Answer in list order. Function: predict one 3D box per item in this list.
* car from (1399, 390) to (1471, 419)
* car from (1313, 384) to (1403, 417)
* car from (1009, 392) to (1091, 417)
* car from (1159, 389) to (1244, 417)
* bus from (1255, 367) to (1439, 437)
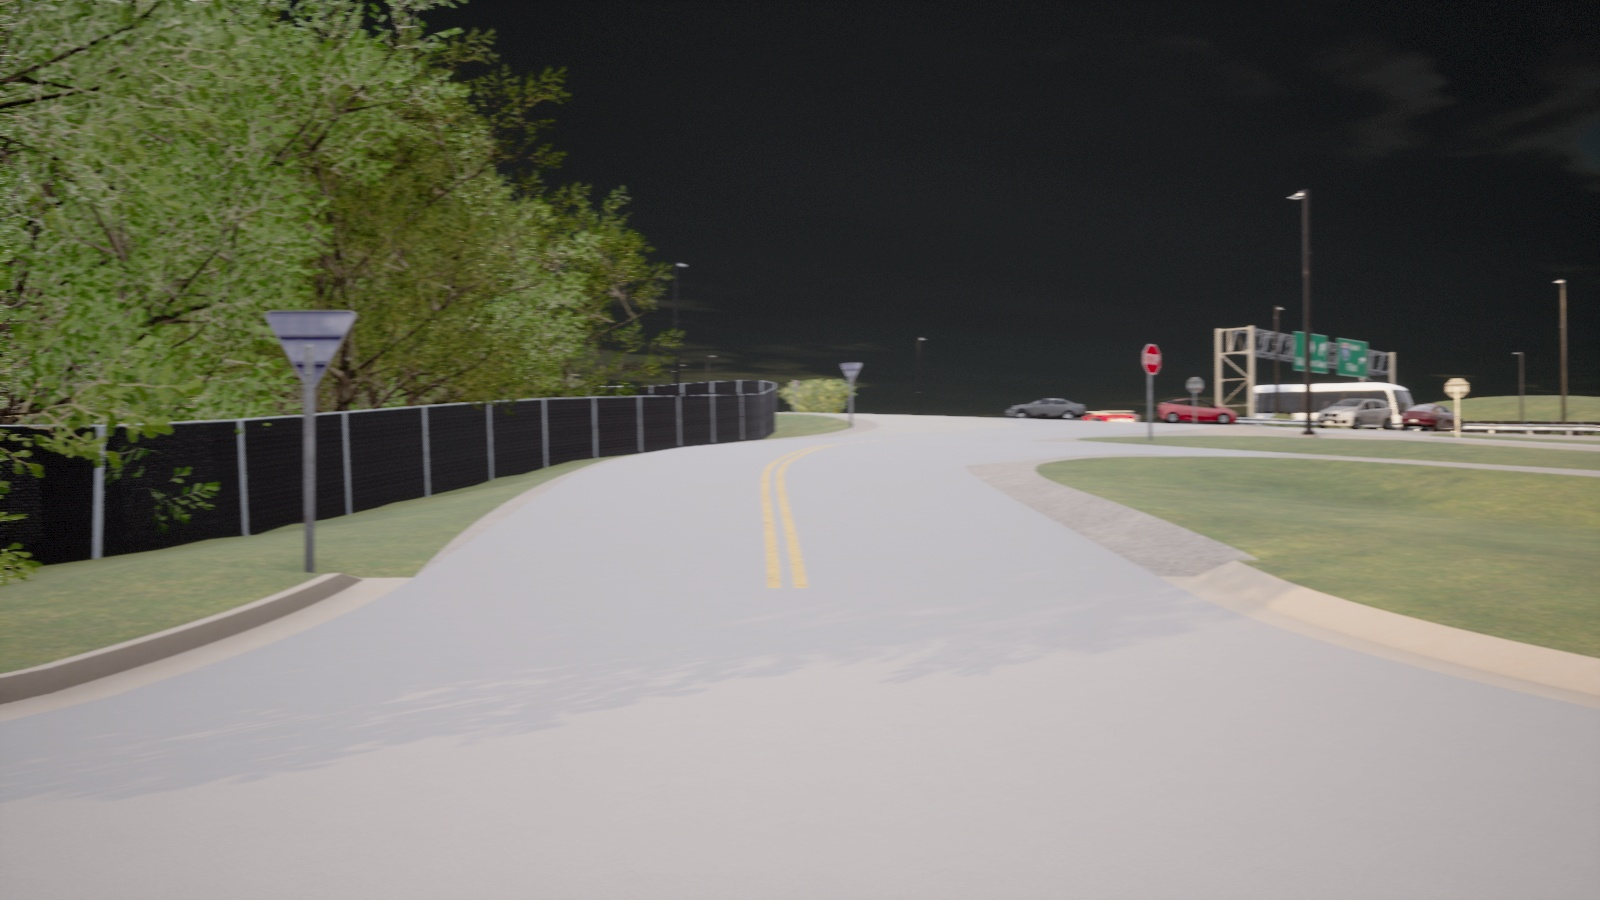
[{"bbox_3d":[33.261,-2.378,65.679,4.674,1.442,1.812,-2,3,-43],"label":"car"},{"bbox_3d":[29.910,-2.642,67.254,4.611,1.667,2.242,-1,2,-34],"label":"car"},{"bbox_3d":[15.564,-2.837,78.339,4.902,1.511,2.128,1,0,11],"label":"car"},{"bbox_3d":[23.311,-2.738,73.100,4.514,1.525,2.007,1,0,13],"label":"car"},{"bbox_3d":[35.752,-3.006,82.468,3.944,4.253,10.273,-1,0,-44],"label":"bus"}]
